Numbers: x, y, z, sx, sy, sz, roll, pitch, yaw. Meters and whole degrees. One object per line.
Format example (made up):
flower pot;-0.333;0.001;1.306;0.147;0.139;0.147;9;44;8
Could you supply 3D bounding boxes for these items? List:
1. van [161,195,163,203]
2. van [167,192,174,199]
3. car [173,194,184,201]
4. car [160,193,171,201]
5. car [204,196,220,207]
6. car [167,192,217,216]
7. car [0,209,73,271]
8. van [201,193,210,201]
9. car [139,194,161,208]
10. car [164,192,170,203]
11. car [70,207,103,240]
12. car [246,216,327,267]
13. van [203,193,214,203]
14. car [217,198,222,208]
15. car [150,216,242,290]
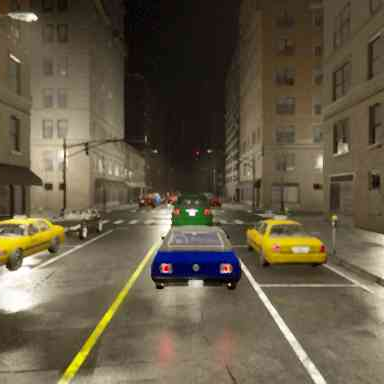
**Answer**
van;-5.646;1.125;48.695;1.690;1.788;3.998;0;0;0
van;-5.627;0.963;87.206;1.690;1.788;3.998;0;0;0
car;-2.965;1.207;72.819;2.128;1.511;4.902;0;0;0
car;-5.635;1.131;70.701;1.967;1.590;4.097;0;0;0
car;2.880;1.350;48.692;1.947;1.339;4.313;0;0;0
car;0.009;1.133;18.887;2.150;2.045;5.566;0;0;0
car;-5.664;1.474;10.726;1.752;1.417;4.829;0;0;0
van;2.890;1.032;70.697;1.690;1.788;3.998;0;0;0
car;-5.649;1.122;43.194;2.192;1.841;5.009;0;0;0
car;-3.030;0.969;57.305;2.150;2.045;5.566;0;0;1
car;-5.661;1.474;16.422;2.008;1.369;4.403;0;0;0
car;2.861;1.473;11.061;1.752;1.417;4.829;0;0;0
van;2.884;1.079;59.694;1.690;1.788;3.998;0;0;0
car;2.877;1.352;43.190;1.887;1.381;4.507;0;0;0
car;0.086;1.558;8.949;1.895;1.301;4.718;0;0;0
